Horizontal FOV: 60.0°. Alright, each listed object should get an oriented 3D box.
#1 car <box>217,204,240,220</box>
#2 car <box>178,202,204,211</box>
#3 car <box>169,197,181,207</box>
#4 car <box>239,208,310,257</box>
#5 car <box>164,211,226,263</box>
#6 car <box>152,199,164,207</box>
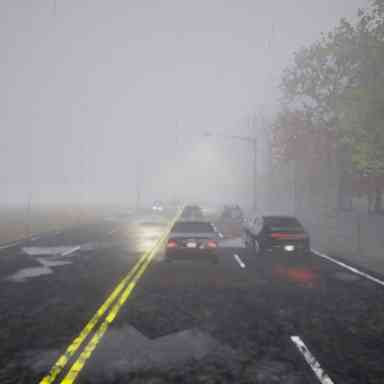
[{"bbox_3d":[3.257,1.760,28.500,2.128,1.511,4.902,-1,0,0],"label":"car"},{"bbox_3d":[0.019,1.802,28.896,1.812,1.442,4.674,0,0,0],"label":"car"},{"bbox_3d":[-3.289,1.933,64.620,2.097,1.767,4.553,0,0,1],"label":"car"},{"bbox_3d":[3.263,1.619,13.516,1.837,1.490,4.892,-1,0,0],"label":"car"},{"bbox_3d":[0.005,1.670,12.526,2.033,1.411,5.357,0,-1,0],"label":"car"},{"bbox_3d":[-6.537,2.076,64.556,2.128,1.511,4.902,0,0,1],"label":"car"}]
